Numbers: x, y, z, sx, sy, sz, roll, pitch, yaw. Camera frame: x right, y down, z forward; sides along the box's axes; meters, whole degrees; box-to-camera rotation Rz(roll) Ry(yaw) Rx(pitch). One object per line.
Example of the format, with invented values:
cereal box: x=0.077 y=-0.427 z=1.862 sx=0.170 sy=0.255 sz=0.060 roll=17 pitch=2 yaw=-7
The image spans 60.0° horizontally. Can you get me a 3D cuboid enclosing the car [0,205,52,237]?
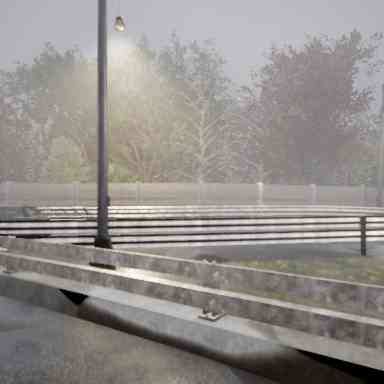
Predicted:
car: x=-8.719 y=1.370 z=14.649 sx=4.553 sy=1.767 sz=2.097 roll=0 pitch=0 yaw=-2
